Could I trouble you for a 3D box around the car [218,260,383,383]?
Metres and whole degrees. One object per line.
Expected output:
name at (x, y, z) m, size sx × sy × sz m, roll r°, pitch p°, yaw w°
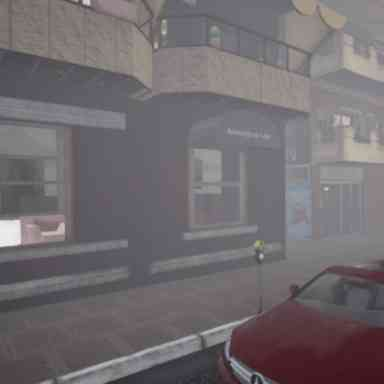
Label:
car at (2.235, 1.578, 4.091) m, size 4.206 × 1.307 × 1.802 m, roll 0°, pitch -1°, yaw -36°
